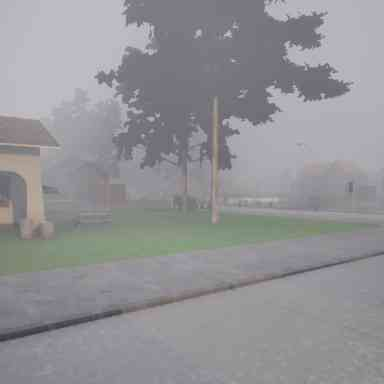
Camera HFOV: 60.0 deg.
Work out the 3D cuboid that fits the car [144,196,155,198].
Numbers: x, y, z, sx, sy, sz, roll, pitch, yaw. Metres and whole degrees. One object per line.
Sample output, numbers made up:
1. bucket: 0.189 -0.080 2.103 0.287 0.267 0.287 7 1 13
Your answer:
1. car: -8.966 1.526 69.253 1.812 1.442 4.674 0 0 -36
